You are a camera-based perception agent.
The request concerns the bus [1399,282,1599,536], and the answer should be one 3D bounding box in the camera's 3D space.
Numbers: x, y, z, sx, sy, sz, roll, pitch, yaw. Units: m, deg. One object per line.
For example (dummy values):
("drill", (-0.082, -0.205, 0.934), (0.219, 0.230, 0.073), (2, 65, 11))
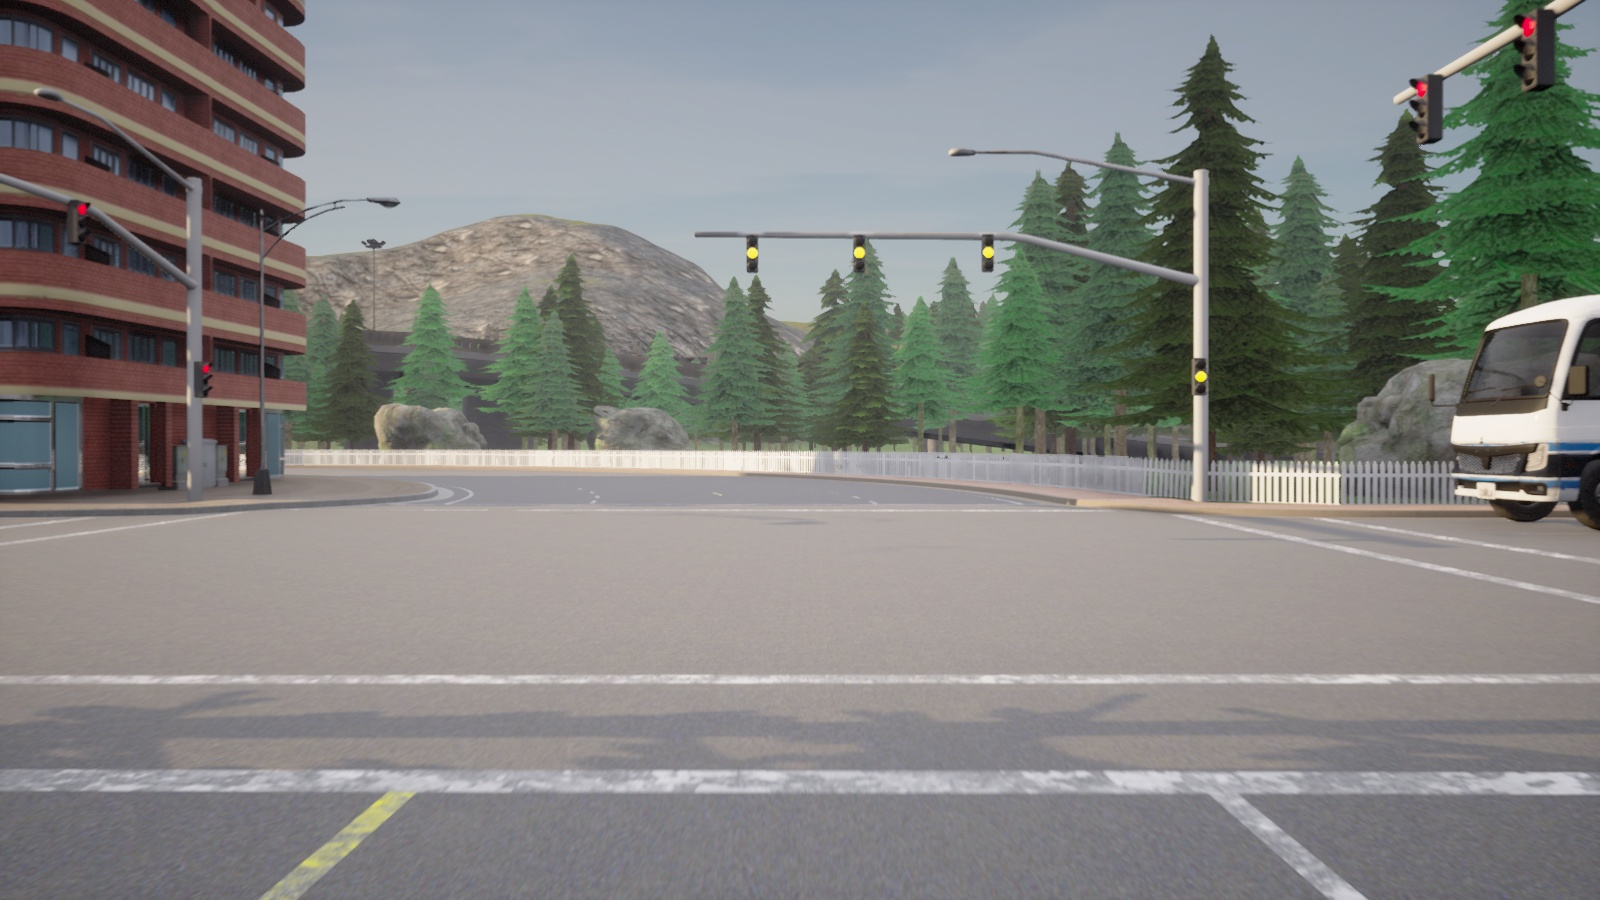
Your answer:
("bus", (17.006, -0.690, 22.891), (10.273, 4.253, 3.944), (0, 0, 1))
